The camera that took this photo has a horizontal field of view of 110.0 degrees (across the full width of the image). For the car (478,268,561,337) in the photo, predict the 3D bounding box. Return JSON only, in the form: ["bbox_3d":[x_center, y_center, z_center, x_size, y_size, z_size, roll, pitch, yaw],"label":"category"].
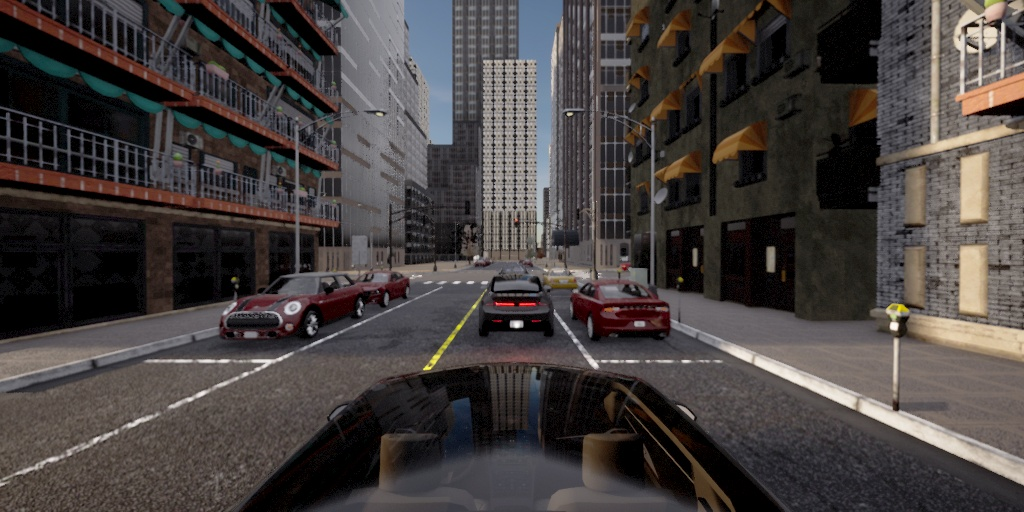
[{"bbox_3d":[0.108,1.258,10.325,1.837,1.490,4.892,0,0,0],"label":"car"}]

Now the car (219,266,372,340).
[{"bbox_3d":[-5.684,1.192,9.795,1.967,1.591,4.097,0,0,0],"label":"car"}]

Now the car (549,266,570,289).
[{"bbox_3d":[2.708,1.282,20.990,1.751,1.417,4.829,0,0,0],"label":"car"}]

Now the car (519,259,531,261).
[{"bbox_3d":[2.751,1.218,64.346,1.967,1.591,4.097,0,0,0],"label":"car"}]

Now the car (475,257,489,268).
[{"bbox_3d":[-5.629,1.323,64.355,1.888,1.381,4.507,0,0,0],"label":"car"}]

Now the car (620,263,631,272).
[{"bbox_3d":[14.300,1.024,39.951,4.507,1.381,1.888,0,0,0],"label":"car"}]

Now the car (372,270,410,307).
[{"bbox_3d":[-5.678,1.300,15.319,1.888,1.381,4.507,0,0,0],"label":"car"}]

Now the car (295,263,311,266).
[{"bbox_3d":[-23.797,1.513,39.667,4.097,1.591,1.967,0,0,0],"label":"car"}]

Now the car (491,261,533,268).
[{"bbox_3d":[0.117,1.248,20.458,2.128,1.511,4.902,0,0,0],"label":"car"}]

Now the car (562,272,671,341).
[{"bbox_3d":[2.697,1.298,9.773,1.888,1.381,4.507,0,0,0],"label":"car"}]
